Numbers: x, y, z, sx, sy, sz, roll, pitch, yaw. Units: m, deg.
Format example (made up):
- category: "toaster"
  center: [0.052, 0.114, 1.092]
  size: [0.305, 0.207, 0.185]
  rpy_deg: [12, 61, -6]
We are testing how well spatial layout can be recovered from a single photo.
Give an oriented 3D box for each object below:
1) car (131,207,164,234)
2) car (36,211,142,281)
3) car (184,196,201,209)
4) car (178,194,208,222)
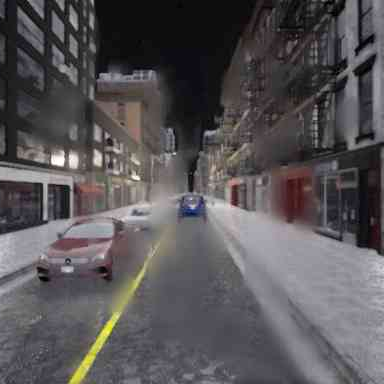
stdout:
- category: "car"
  center: [-2.765, 1.572, 19.146]
  size: [1.895, 1.301, 4.718]
  rpy_deg: [0, 0, 0]
- category: "car"
  center: [-2.847, 1.514, 9.948]
  size: [1.812, 1.442, 4.674]
  rpy_deg: [0, 0, 0]
- category: "car"
  center: [0.068, 1.386, 43.532]
  size: [2.128, 1.511, 4.902]
  rpy_deg: [0, 0, 0]
- category: "car"
  center: [0.069, 1.177, 26.076]
  size: [2.150, 2.045, 5.566]
  rpy_deg: [0, 0, 0]
